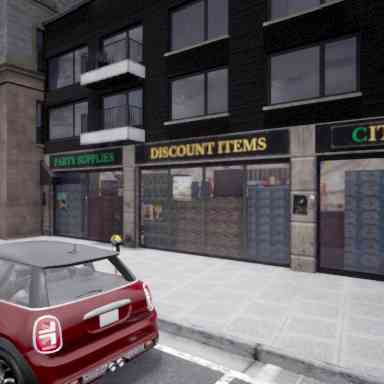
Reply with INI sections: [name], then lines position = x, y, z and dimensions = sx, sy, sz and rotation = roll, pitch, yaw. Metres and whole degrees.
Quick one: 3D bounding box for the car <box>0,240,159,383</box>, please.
[car]
position = -2.509, 1.440, 4.872
dimensions = 4.097, 1.590, 1.967
rotation = 0, 0, 36
